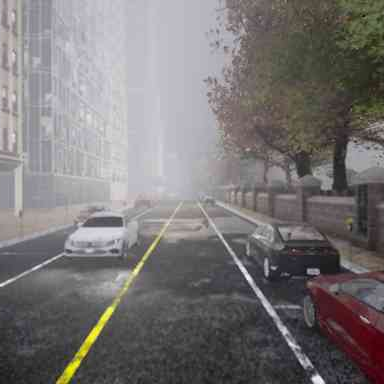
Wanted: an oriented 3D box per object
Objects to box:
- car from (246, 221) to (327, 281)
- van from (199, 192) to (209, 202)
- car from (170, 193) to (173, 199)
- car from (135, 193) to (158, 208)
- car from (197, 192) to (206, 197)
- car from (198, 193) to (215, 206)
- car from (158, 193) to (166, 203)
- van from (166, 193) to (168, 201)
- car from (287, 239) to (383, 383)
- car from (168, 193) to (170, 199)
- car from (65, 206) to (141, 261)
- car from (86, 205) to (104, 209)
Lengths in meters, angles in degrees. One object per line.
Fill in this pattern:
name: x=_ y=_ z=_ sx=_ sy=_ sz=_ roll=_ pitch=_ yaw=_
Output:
car: x=2.635 y=1.492 z=9.461 sx=2.008 sy=1.369 sz=4.403 roll=0 pitch=0 yaw=0
van: x=2.276 y=0.988 z=65.057 sx=1.690 sy=1.788 sz=3.998 roll=0 pitch=0 yaw=0
car: x=-6.359 y=1.015 z=81.949 sx=1.967 sy=1.590 sz=4.097 roll=0 pitch=0 yaw=0
car: x=-6.107 y=1.119 z=43.025 sx=2.192 sy=1.841 sz=5.009 roll=0 pitch=0 yaw=0
car: x=2.312 y=1.119 z=59.498 sx=1.967 sy=1.590 sz=4.097 roll=0 pitch=0 yaw=0
car: x=2.383 y=1.292 z=48.379 sx=2.008 sy=1.369 sz=4.403 roll=0 pitch=0 yaw=0
car: x=-6.215 y=1.264 z=59.708 sx=2.008 sy=1.369 sz=4.403 roll=0 pitch=0 yaw=0
van: x=-6.250 y=1.022 z=65.267 sx=1.690 sy=1.788 sz=3.998 roll=0 pitch=0 yaw=0
car: x=2.671 y=1.551 z=3.902 sx=1.802 sy=1.307 sz=4.206 roll=0 pitch=0 yaw=0
car: x=-6.287 y=1.212 z=70.829 sx=1.947 sy=1.339 sz=4.313 roll=0 pitch=0 yaw=0
car: x=-3.079 y=1.476 z=12.266 sx=1.812 sy=1.442 sz=4.674 roll=0 pitch=0 yaw=0
car: x=-5.964 y=1.501 z=20.788 sx=1.802 sy=1.307 sz=4.206 roll=0 pitch=0 yaw=0
